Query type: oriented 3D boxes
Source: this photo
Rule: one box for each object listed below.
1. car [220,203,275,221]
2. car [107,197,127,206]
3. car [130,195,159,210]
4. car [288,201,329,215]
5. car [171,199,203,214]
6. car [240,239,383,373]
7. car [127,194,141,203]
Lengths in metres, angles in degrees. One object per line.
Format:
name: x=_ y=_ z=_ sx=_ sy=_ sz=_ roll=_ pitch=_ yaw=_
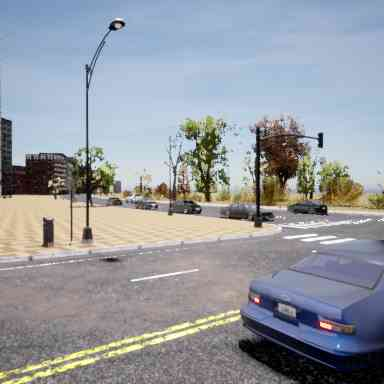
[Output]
car: x=4.483 y=1.604 z=28.025 sx=2.033 sy=1.411 sz=5.357 roll=0 pitch=0 yaw=-31
car: x=-13.536 y=1.638 z=58.108 sx=1.837 sy=1.490 sz=4.892 roll=0 pitch=0 yaw=-30
car: x=-6.234 y=1.595 z=45.532 sx=2.128 sy=1.511 sz=4.902 roll=0 pitch=0 yaw=-31
car: x=12.046 y=1.587 z=34.731 sx=1.994 sy=1.385 sz=4.181 roll=0 pitch=0 yaw=-32
car: x=-0.694 y=1.584 z=36.434 sx=1.837 sy=1.490 sz=4.892 roll=0 pitch=0 yaw=-32
car: x=3.283 y=1.547 z=5.640 sx=5.357 sy=1.411 sz=2.033 roll=0 pitch=0 yaw=-34
car: x=-11.982 y=1.335 z=68.837 sx=2.150 sy=2.045 sz=5.566 roll=0 pitch=0 yaw=-29
